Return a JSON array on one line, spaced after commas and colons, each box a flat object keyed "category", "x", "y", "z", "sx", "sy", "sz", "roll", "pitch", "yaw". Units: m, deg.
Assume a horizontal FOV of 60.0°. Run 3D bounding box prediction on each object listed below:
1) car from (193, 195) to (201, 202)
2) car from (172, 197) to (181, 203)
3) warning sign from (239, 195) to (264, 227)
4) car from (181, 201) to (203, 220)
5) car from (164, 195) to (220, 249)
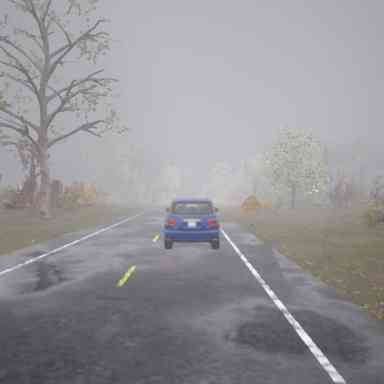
[{"category": "car", "x": 1.225, "y": 1.677, "z": 85.047, "sx": 1.801, "sy": 1.575, "sz": 5.366, "roll": 0, "pitch": 0, "yaw": 0}, {"category": "car", "x": -3.500, "y": 1.770, "z": 76.713, "sx": 1.895, "sy": 1.301, "sz": 4.718, "roll": 0, "pitch": 0, "yaw": 0}, {"category": "warning sign", "x": 3.545, "y": 1.131, "z": 19.861, "sx": 1.300, "sy": 1.860, "sz": 1.060, "roll": 0, "pitch": 0, "yaw": 0}, {"category": "car", "x": 0.000, "y": 1.567, "z": 29.651, "sx": 1.812, "sy": 1.442, "sz": 4.674, "roll": 0, "pitch": 0, "yaw": 0}, {"category": "car", "x": 0.001, "y": 1.268, "z": 14.682, "sx": 2.150, "sy": 2.045, "sz": 5.566, "roll": 0, "pitch": 0, "yaw": 0}]
